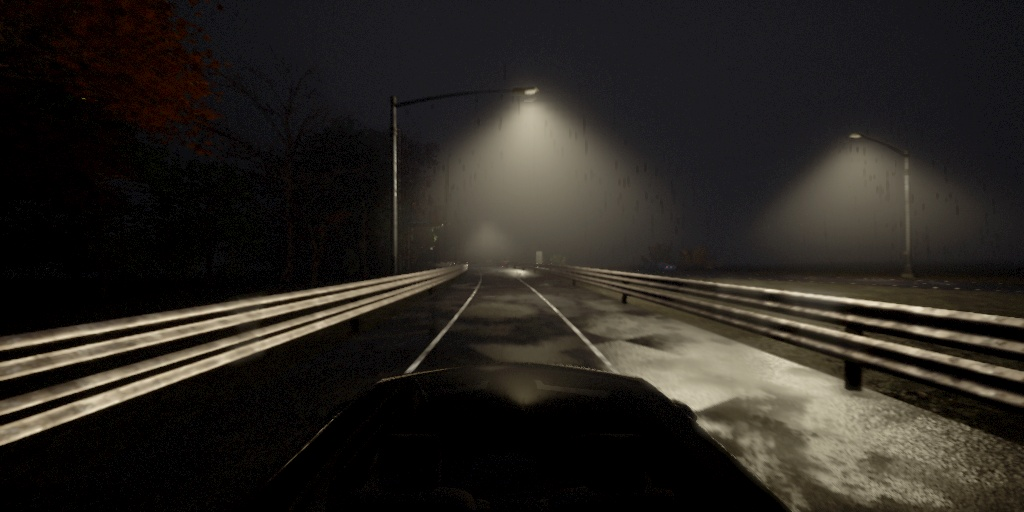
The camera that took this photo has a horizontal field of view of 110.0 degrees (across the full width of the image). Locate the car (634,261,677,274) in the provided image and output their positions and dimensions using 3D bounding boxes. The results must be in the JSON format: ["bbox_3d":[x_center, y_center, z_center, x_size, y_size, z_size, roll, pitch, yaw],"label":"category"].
[{"bbox_3d":[17.071,1.333,42.817,2.033,1.411,5.357,0,0,-21],"label":"car"}]
